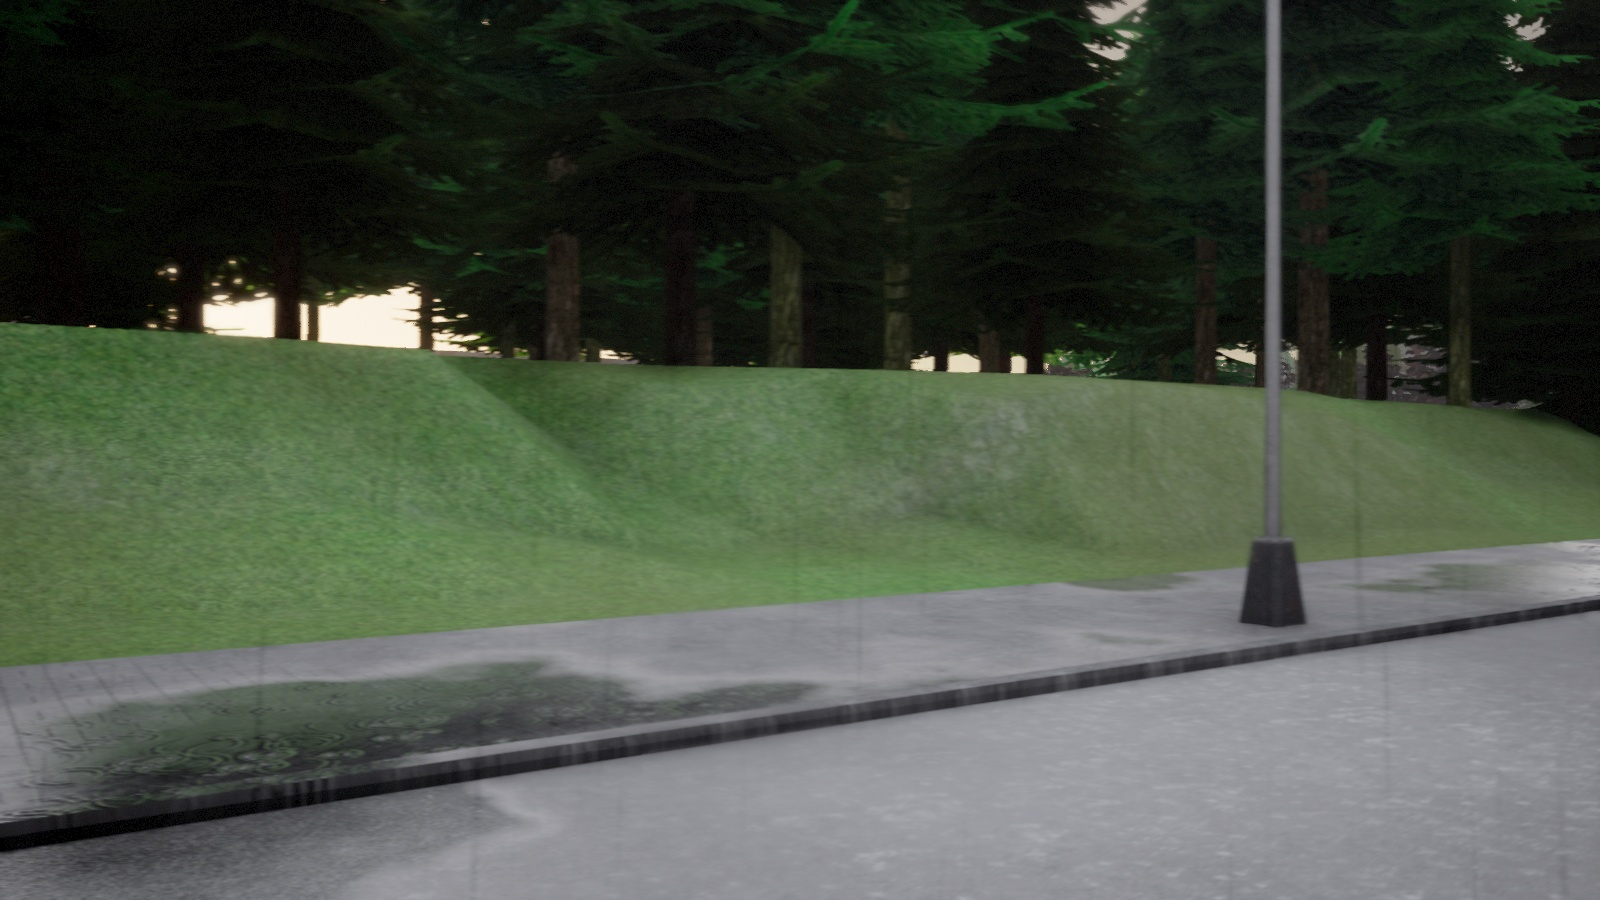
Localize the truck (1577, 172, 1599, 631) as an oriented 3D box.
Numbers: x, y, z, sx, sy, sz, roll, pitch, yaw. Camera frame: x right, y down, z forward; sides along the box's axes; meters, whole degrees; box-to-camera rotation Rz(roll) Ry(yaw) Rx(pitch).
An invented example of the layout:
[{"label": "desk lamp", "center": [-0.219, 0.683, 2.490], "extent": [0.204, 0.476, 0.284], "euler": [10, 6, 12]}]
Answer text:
[{"label": "truck", "center": [10.876, -0.407, 11.841], "extent": [8.468, 3.827, 2.891], "euler": [0, 0, -35]}]
